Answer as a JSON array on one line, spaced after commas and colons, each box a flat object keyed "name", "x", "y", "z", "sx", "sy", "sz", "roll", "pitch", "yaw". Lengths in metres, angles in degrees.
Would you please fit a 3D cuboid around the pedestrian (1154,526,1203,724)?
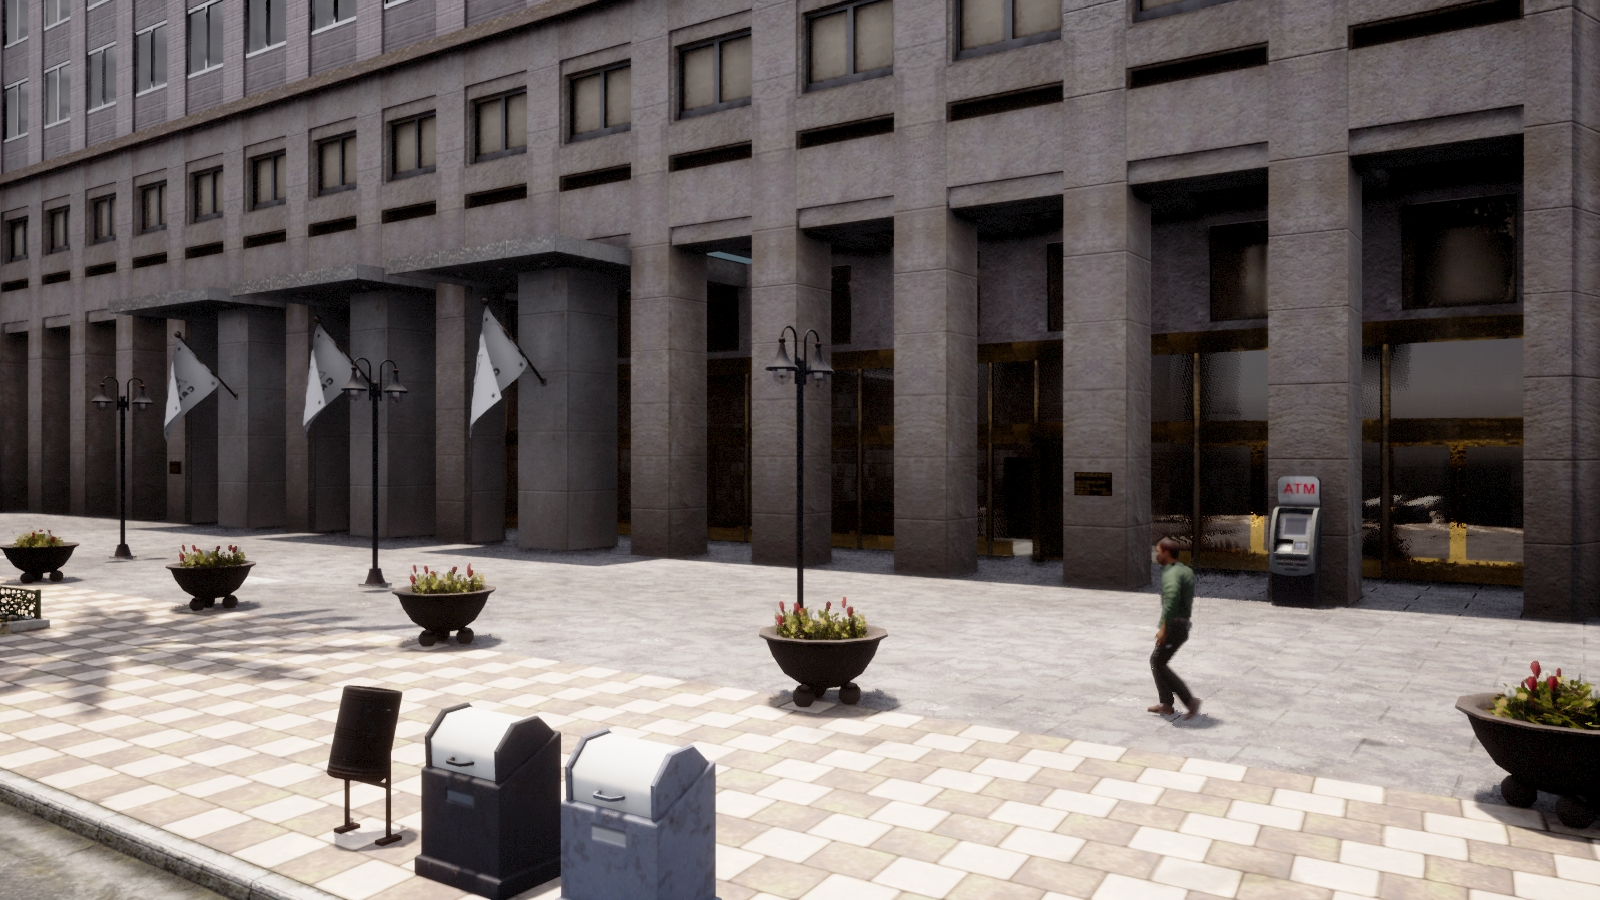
[{"name": "pedestrian", "x": 3.722, "y": 1.699, "z": 11.243, "sx": 0.375, "sy": 1.860, "sz": 0.375, "roll": 0, "pitch": 0, "yaw": 33}]
